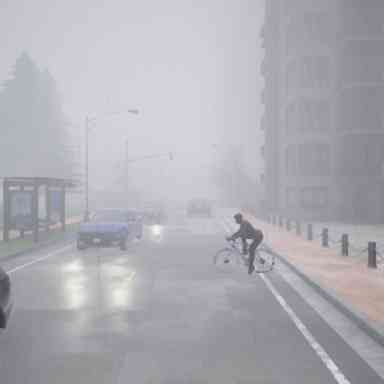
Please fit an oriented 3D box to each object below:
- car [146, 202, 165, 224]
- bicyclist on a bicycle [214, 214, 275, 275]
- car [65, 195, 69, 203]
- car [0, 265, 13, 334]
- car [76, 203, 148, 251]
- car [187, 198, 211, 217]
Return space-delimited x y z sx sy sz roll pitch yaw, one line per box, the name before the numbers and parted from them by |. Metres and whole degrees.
car | -3.125 1.504 25.055 1.812 1.442 4.674 0 0 1
bicyclist on a bicycle | 1.415 1.417 9.004 1.656 1.620 0.582 0 0 1
car | -23.910 1.107 60.095 1.932 1.855 4.605 0 0 0
car | -3.582 1.490 2.919 2.128 1.511 4.902 0 0 1
car | -3.358 1.465 14.350 1.882 1.535 5.008 0 0 1
car | 0.656 1.326 30.950 2.097 1.767 4.553 0 0 1
